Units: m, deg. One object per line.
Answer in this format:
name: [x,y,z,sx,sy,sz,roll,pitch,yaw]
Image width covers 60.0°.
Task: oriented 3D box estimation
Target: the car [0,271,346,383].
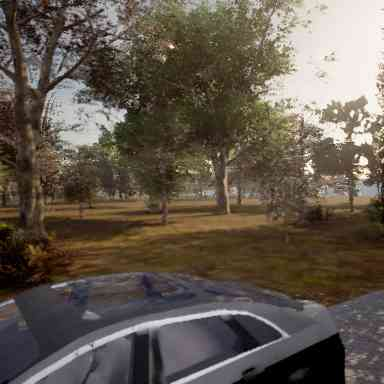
car: [-0.851,1.491,2.421,4.902,1.511,2.128,0,0,-35]
